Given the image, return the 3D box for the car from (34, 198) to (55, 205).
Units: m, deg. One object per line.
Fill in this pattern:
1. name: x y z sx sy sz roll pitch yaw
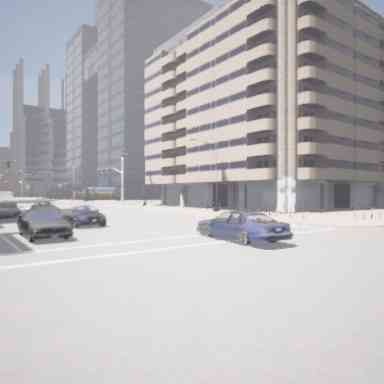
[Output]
1. car: -14.042 1.599 31.751 2.033 1.411 5.357 0 0 -36

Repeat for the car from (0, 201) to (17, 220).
1. car: -15.469 1.552 27.773 1.837 1.490 4.892 0 1 -36

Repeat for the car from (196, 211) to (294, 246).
1. car: 2.263 1.594 15.781 2.033 1.411 5.357 0 0 -30

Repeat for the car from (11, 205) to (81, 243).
1. car: -7.620 1.601 17.007 2.033 1.411 5.357 0 0 -35

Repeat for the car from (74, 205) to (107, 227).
1. car: -7.316 1.617 22.561 1.994 1.385 4.181 0 0 -36
